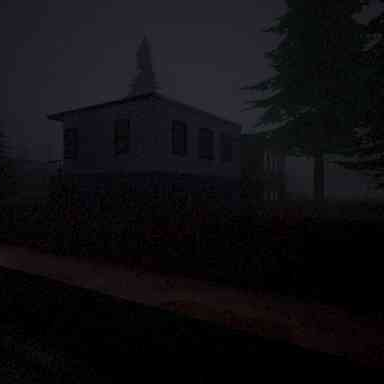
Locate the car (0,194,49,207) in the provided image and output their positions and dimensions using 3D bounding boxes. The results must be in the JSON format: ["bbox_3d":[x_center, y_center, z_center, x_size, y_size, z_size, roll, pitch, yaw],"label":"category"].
[{"bbox_3d":[-14.753,1.202,29.570,2.150,2.045,5.566,0,0,27],"label":"car"}]
